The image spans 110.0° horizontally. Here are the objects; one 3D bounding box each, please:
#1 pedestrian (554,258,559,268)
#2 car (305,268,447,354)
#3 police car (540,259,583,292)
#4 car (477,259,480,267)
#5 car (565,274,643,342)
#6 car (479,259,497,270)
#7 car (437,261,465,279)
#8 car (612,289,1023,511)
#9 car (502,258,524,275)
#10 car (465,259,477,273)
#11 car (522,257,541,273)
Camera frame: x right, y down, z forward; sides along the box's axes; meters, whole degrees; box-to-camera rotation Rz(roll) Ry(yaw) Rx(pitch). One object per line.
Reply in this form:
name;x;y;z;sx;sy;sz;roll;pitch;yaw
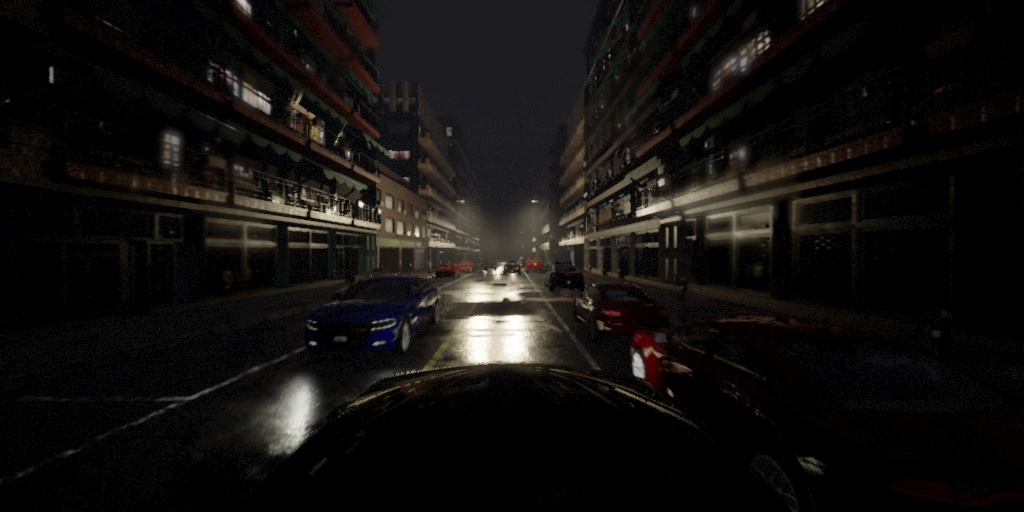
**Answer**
pedestrian;3.005;1.036;24.544;0.375;1.860;0.375;-1;1;0
car;-3.099;1.224;8.974;1.882;1.535;5.008;0;0;0
police car;3.004;1.168;21.546;1.930;1.638;5.238;0;0;0
car;-5.680;1.193;60.682;1.967;1.591;4.097;0;0;0
car;2.691;1.328;9.515;1.802;1.307;4.207;0;0;0
car;-3.053;1.296;51.129;2.033;1.411;5.357;0;0;1
car;-5.686;1.286;32.258;1.888;1.381;4.507;0;0;0
car;2.690;1.294;3.830;1.888;1.381;4.507;0;0;0
car;0.041;1.247;38.718;1.837;1.490;4.892;0;0;1
car;-5.683;1.290;43.628;1.888;1.381;4.507;0;0;0
car;2.697;1.060;43.623;2.192;1.841;5.009;0;0;0
